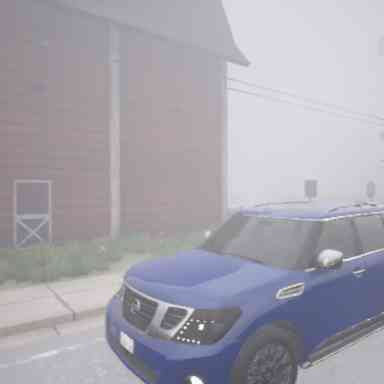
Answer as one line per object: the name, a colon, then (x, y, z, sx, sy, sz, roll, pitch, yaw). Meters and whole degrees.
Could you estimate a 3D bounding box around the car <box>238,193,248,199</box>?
car: (10.234, 1.075, 74.146, 4.605, 1.855, 1.932, 0, 0, -36)

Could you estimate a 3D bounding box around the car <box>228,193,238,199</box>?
car: (5.551, 1.138, 58.097, 3.866, 1.878, 1.905, 0, 0, -36)

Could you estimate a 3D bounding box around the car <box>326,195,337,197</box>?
car: (23.649, 1.283, 56.107, 3.905, 1.438, 1.784, 0, 0, -36)

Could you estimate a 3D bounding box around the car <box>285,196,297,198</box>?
car: (13.969, 1.327, 47.550, 4.193, 1.474, 1.816, 0, 0, -36)

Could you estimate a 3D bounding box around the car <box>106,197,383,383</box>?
car: (1.576, 1.202, 5.075, 5.566, 2.045, 2.150, 0, 0, -35)
